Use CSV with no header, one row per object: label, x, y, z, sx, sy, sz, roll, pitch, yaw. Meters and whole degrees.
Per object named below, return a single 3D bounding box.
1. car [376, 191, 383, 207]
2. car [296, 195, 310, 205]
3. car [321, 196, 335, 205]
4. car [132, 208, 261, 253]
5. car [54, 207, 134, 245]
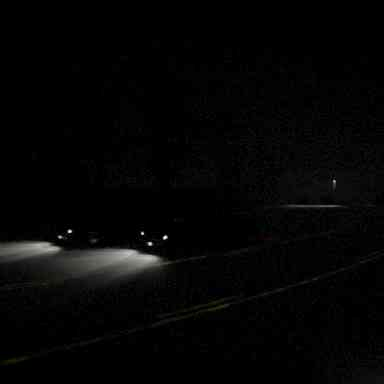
car,25.760,0.897,43.641,2.150,2.045,5.566,0,0,19
car,17.355,1.199,52.019,1.882,1.535,5.008,0,0,19
car,20.567,1.247,50.587,2.033,1.411,5.357,0,0,19
car,0.548,1.417,13.355,5.357,1.411,2.033,0,1,-41
car,-3.130,1.396,14.803,5.357,1.411,2.033,0,1,-39
